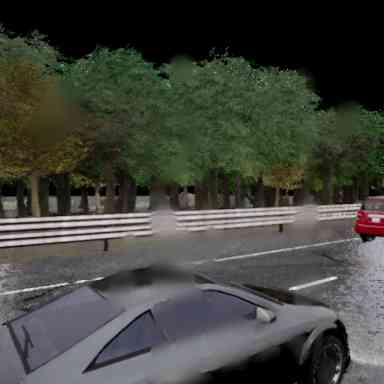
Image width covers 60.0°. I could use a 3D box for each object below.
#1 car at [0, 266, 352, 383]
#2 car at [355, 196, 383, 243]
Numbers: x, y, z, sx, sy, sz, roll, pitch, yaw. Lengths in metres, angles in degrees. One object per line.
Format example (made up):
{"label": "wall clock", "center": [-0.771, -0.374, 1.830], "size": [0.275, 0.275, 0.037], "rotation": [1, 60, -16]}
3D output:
{"label": "car", "center": [-0.118, 1.563, 3.663], "size": [4.181, 1.385, 1.994], "rotation": [0, 0, -36]}
{"label": "car", "center": [9.547, 1.214, 14.868], "size": [5.566, 2.045, 2.150], "rotation": [0, 0, -36]}
